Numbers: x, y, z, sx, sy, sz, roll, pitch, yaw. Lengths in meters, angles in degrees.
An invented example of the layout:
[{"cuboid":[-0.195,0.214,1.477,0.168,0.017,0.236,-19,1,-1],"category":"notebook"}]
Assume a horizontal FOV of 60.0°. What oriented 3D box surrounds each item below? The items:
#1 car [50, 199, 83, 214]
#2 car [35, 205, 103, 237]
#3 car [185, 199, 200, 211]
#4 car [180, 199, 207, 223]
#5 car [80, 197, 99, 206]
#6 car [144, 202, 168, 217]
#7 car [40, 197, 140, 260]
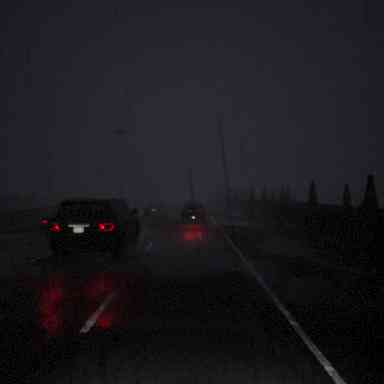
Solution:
[{"cuboid":[-14.059,1.574,37.680,1.837,1.490,4.892,0,-1,0],"category":"car"},{"cuboid":[-6.898,1.576,19.394,2.033,1.411,5.357,0,0,0],"category":"car"},{"cuboid":[0.104,1.603,42.982,1.812,1.442,4.674,0,0,0],"category":"car"},{"cuboid":[0.103,1.548,26.124,1.837,1.490,4.892,0,0,0],"category":"car"},{"cuboid":[-17.494,1.668,57.035,1.812,1.442,4.674,0,0,0],"category":"car"},{"cuboid":[-3.397,1.618,31.780,1.994,1.385,4.181,0,0,0],"category":"car"},{"cuboid":[-3.399,1.238,12.654,2.150,2.045,5.566,0,0,0],"category":"car"}]
